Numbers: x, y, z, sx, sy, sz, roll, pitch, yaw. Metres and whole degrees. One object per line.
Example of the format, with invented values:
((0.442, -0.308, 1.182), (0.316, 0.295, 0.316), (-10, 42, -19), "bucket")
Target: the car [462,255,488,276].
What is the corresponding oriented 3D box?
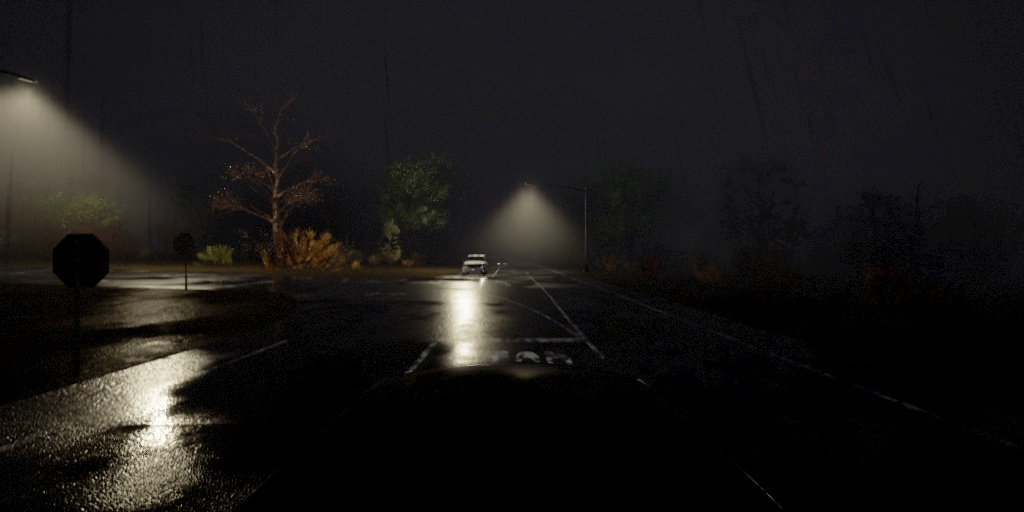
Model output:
((-3.548, 0.884, 35.380), (2.150, 2.045, 5.566), (0, 0, 0), "car")
